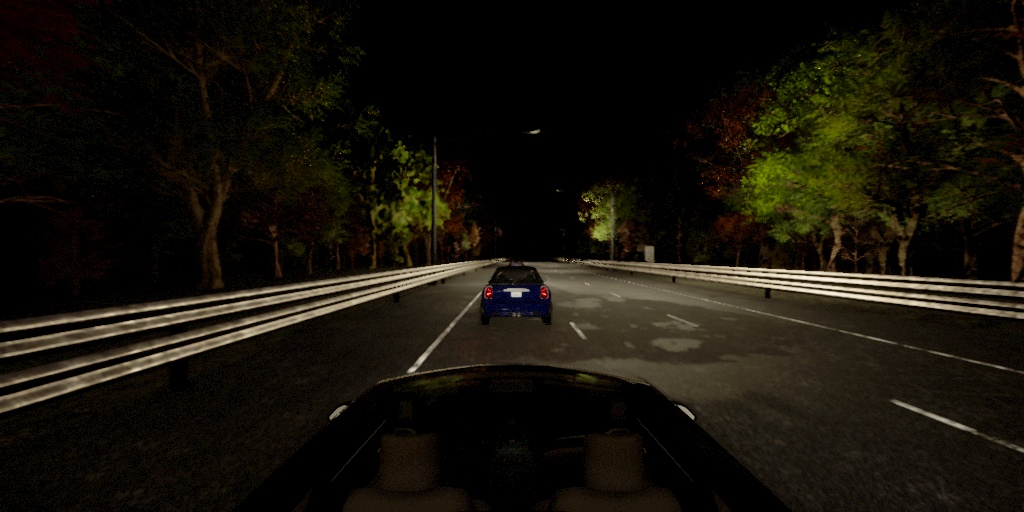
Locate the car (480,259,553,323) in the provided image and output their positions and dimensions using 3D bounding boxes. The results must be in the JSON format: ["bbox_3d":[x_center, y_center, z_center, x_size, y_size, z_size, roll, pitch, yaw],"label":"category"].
[{"bbox_3d":[0.135,1.100,12.195,2.097,1.767,4.553,0,0,0],"label":"car"}]

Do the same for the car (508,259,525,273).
[{"bbox_3d":[0.546,1.170,44.864,2.033,1.649,4.856,0,0,1],"label":"car"}]
